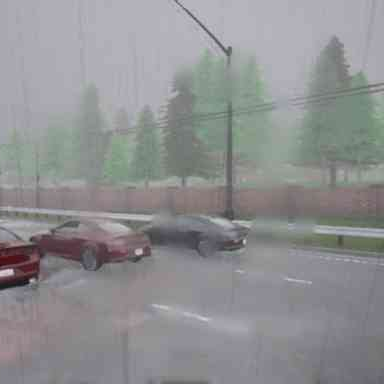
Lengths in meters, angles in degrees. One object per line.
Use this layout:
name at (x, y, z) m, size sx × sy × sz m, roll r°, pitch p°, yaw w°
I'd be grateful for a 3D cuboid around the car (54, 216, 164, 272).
car at (-3.371, 1.502, 10.699) m, size 4.674 × 1.442 × 1.812 m, roll 0°, pitch 0°, yaw 35°

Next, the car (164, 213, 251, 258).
car at (-0.068, 1.511, 12.640) m, size 4.674 × 1.442 × 1.812 m, roll 0°, pitch 0°, yaw 35°

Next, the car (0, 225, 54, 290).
car at (-5.694, 1.450, 8.067) m, size 5.008 × 1.535 × 1.882 m, roll 0°, pitch 0°, yaw 36°
